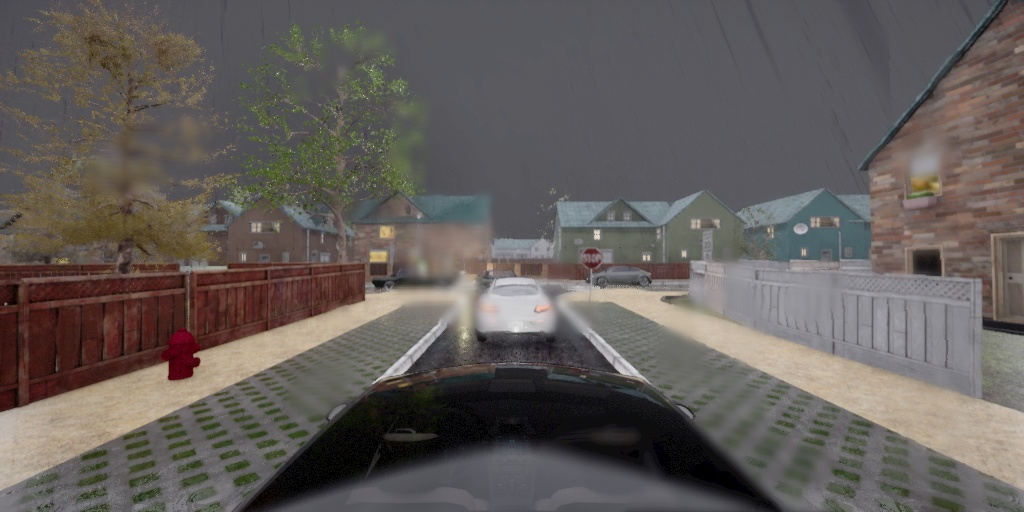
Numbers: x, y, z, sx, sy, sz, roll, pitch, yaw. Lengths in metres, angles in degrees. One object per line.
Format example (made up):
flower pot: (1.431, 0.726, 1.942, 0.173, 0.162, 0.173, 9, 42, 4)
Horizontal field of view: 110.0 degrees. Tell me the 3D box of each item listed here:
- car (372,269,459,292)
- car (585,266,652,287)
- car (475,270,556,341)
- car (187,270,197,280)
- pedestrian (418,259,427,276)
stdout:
car: (-5.488, 1.406, 20.924, 4.718, 1.301, 1.895, -1, -1, 1)
car: (6.982, 1.328, 23.715, 4.181, 1.385, 1.994, 0, -1, 0)
car: (0.100, 1.275, 9.722, 1.812, 1.442, 4.674, 0, 0, 0)
car: (-17.881, 1.499, 21.080, 4.181, 1.385, 1.994, -1, -1, 0)
pedestrian: (-6.709, 1.104, 26.808, 0.375, 1.860, 0.375, 0, -1, 1)
